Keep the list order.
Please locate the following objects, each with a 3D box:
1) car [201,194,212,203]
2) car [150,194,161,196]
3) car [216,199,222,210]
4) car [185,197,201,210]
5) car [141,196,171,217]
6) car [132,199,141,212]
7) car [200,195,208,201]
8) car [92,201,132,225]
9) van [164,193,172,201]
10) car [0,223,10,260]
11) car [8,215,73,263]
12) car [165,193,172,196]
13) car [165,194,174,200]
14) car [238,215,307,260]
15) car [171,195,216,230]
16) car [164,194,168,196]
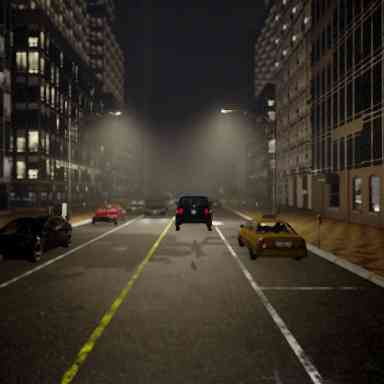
[{"bbox_3d":[2.676,1.265,63.139,1.967,1.590,4.097,0,0,0],"label":"car"},{"bbox_3d":[-5.701,1.422,46.075,1.887,1.381,4.507,0,0,0],"label":"car"},{"bbox_3d":[2.682,1.460,40.373,1.947,1.339,4.313,0,0,0],"label":"car"},{"bbox_3d":[0.088,1.396,41.421,1.837,1.490,4.892,0,0,0],"label":"car"},{"bbox_3d":[-3.100,1.400,30.208,1.882,1.535,5.008,0,0,0],"label":"car"},{"bbox_3d":[-5.698,1.461,34.691,2.008,1.369,4.403,0,0,0],"label":"car"},{"bbox_3d":[2.671,1.370,74.524,1.802,1.307,4.206,0,0,0],"label":"car"},{"bbox_3d":[-5.694,1.524,23.305,1.802,1.307,4.206,0,0,0],"label":"car"},{"bbox_3d":[-5.710,1.111,80.228,1.690,1.788,3.998,0,0,0],"label":"van"},{"bbox_3d":[-5.689,1.536,6.230,2.008,1.369,4.403,0,0,0],"label":"car"},{"bbox_3d":[-5.691,1.537,11.923,1.947,1.339,4.313,0,0,0],"label":"car"},{"bbox_3d":[-5.709,1.229,74.535,1.967,1.590,4.097,0,0,0],"label":"car"},{"bbox_3d":[-5.712,1.316,85.921,1.947,1.339,4.313,0,0,0],"label":"car"},{"bbox_3d":[2.690,1.496,12.082,1.752,1.417,4.829,0,0,0],"label":"car"},{"bbox_3d":[0.101,1.171,20.849,2.150,2.045,5.566,0,0,0],"label":"car"},{"bbox_3d":[-5.704,1.425,57.460,1.802,1.307,4.206,0,0,0],"label":"car"}]
